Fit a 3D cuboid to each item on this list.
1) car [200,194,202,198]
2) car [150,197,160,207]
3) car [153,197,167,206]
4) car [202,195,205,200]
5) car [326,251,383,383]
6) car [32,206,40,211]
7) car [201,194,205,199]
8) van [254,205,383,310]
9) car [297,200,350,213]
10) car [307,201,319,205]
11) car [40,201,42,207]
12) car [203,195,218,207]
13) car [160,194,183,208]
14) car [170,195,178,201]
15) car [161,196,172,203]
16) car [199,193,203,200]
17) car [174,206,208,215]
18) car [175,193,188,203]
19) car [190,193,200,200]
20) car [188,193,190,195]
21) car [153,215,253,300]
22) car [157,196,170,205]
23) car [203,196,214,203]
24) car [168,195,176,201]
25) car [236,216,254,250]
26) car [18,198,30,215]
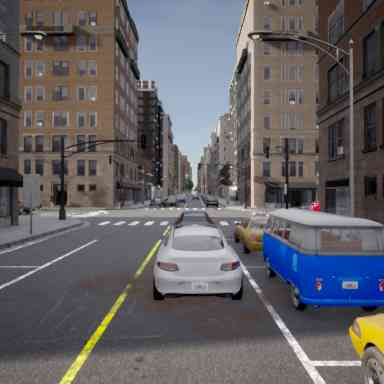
[{"bbox_3d":[3.488,1.568,78.483,1.947,1.339,4.313,1,0,1],"label":"car"},{"bbox_3d":[-5.441,1.588,50.953,1.802,1.307,4.206,1,0,1],"label":"car"},{"bbox_3d":[-5.360,1.572,56.481,1.947,1.339,4.313,1,0,1],"label":"car"},{"bbox_3d":[3.165,1.550,56.362,1.887,1.381,4.507,1,0,1],"label":"car"},{"bbox_3d":[2.679,1.526,1.992,1.752,1.417,4.829,1,0,0],"label":"car"},{"bbox_3d":[-17.899,1.370,32.412,4.892,1.490,1.837,0,-1,0],"label":"car"},{"bbox_3d":[3.246,1.555,61.892,2.008,1.369,4.403,1,0,1],"label":"car"},{"bbox_3d":[2.691,1.343,7.496,1.690,1.788,3.998,1,0,0],"label":"van"},{"bbox_3d":[15.272,1.713,38.830,5.357,1.411,2.033,0,-1,0],"label":"car"},{"bbox_3d":[15.621,1.357,35.582,5.566,2.045,2.150,0,-1,0],"label":"car"},{"bbox_3d":[-20.263,1.406,39.120,4.902,1.511,2.128,1,-1,1],"label":"car"},{"bbox_3d":[3.084,1.571,50.832,1.947,1.339,4.313,1,0,1],"label":"car"},{"bbox_3d":[-2.953,1.484,48.096,1.882,1.535,5.008,0,0,5],"label":"car"},{"bbox_3d":[-4.875,1.567,89.654,1.947,1.339,4.313,1,0,1],"label":"car"},{"bbox_3d":[-5.198,1.550,67.539,1.887,1.381,4.507,1,0,1],"label":"car"},{"bbox_3d":[3.650,1.551,89.543,2.008,1.369,4.403,1,0,1],"label":"car"},{"bbox_3d":[0.120,1.567,15.682,1.994,1.385,4.181,0,0,0],"label":"car"},{"bbox_3d":[-2.363,1.483,67.628,1.882,1.535,5.008,0,0,1],"label":"car"},{"bbox_3d":[1.008,1.524,91.881,1.812,1.442,4.674,0,0,1],"label":"car"},{"bbox_3d":[-2.180,1.481,79.004,1.882,1.535,5.008,0,0,1],"label":"car"},{"bbox_3d":[0.092,1.527,8.294,1.812,1.442,4.674,0,0,-1],"label":"car"},{"bbox_3d":[-5.279,1.556,62.010,2.008,1.369,4.403,1,0,1],"label":"car"},{"bbox_3d":[3.327,1.549,67.422,1.887,1.381,4.507,1,0,1],"label":"car"},{"bbox_3d":[-4.957,1.528,83.955,1.752,1.417,4.829,1,0,1],"label":"car"},{"bbox_3d":[2.700,1.528,13.339,1.752,1.417,4.829,1,0,0],"label":"car"},{"bbox_3d":[-17.232,1.363,29.164,4.674,1.442,1.812,0,-1,2],"label":"car"}]
